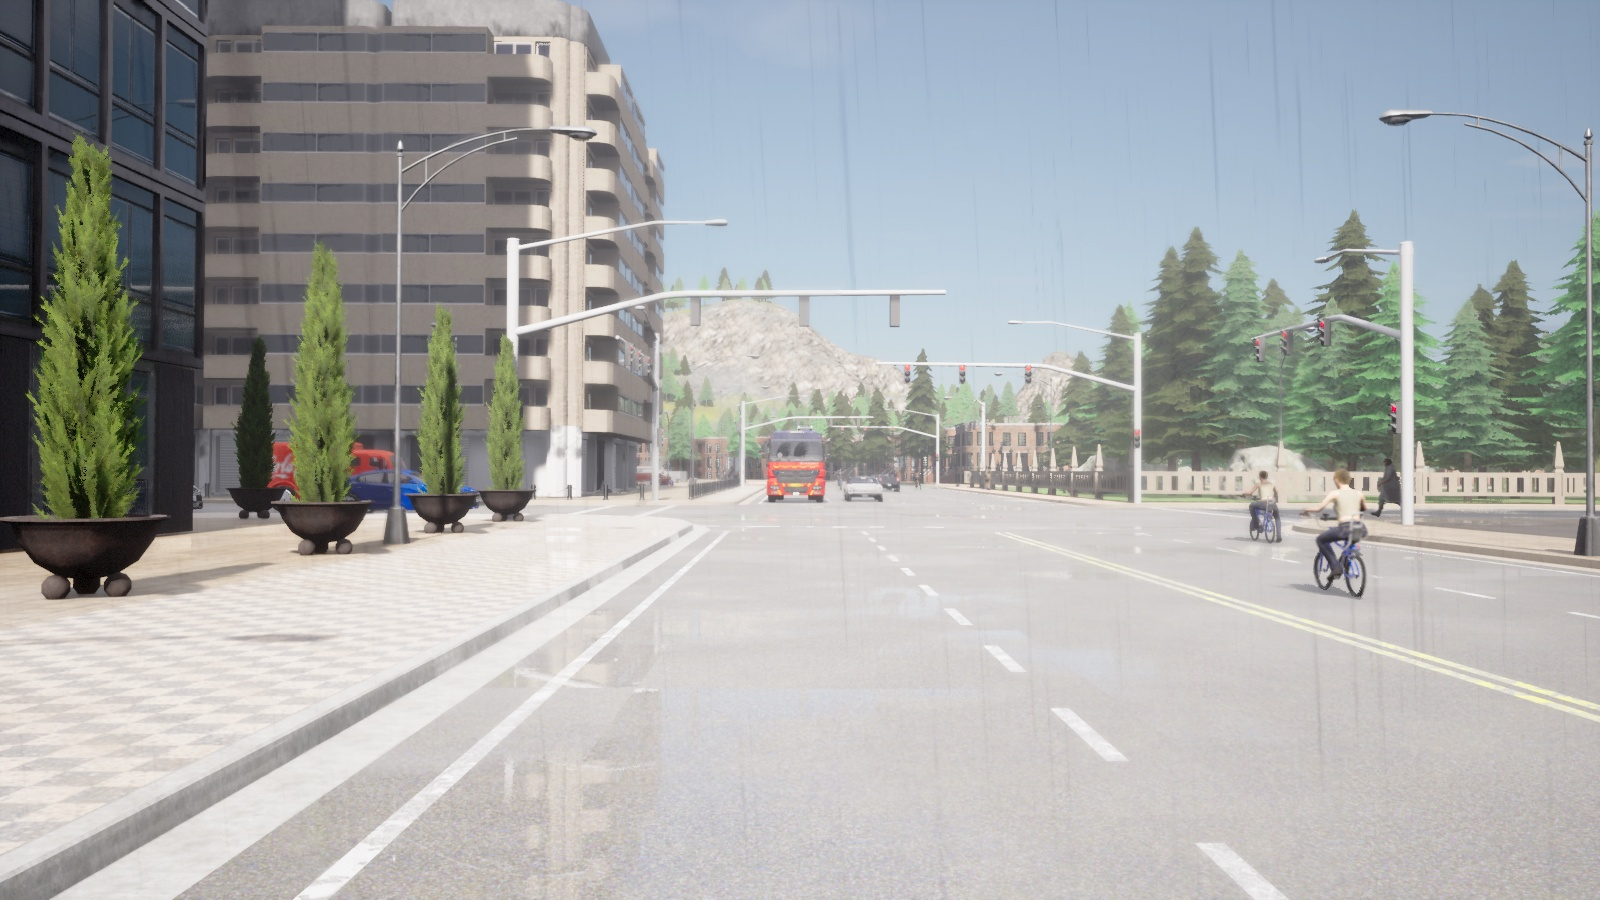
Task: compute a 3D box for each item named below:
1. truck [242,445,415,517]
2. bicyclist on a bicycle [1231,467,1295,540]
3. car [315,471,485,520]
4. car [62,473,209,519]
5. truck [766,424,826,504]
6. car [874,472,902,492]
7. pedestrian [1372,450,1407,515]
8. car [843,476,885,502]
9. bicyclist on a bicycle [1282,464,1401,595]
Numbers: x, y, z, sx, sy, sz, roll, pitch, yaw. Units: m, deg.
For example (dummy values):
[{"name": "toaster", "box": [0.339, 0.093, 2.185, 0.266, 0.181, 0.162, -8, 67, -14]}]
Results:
[{"name": "truck", "box": [-16.747, 1.090, 44.837, 5.204, 2.467, 2.627, 0, -1, 0]}, {"name": "bicyclist on a bicycle", "box": [10.412, 1.183, 28.270, 0.866, 1.612, 1.509, 0, -1, 0]}, {"name": "car", "box": [-13.090, 1.481, 41.321, 5.008, 1.535, 1.882, 0, -1, 0]}, {"name": "car", "box": [-21.819, 1.504, 41.343, 3.806, 1.475, 1.970, 0, -1, 0]}, {"name": "truck", "box": [-0.192, 0.738, 64.917, 2.891, 3.827, 8.468, 0, -1, 0]}, {"name": "car", "box": [6.723, 2.411, 96.059, 1.845, 1.501, 3.633, 0, -1, 0]}, {"name": "pedestrian", "box": [17.804, 0.977, 37.926, 0.873, 1.952, 0.659, -1, -1, 20]}, {"name": "car", "box": [3.310, 2.002, 65.676, 1.895, 1.301, 4.718, 0, -1, 0]}, {"name": "bicyclist on a bicycle", "box": [6.955, 0.995, 16.219, 0.866, 1.612, 1.509, 0, -1, 0]}]
